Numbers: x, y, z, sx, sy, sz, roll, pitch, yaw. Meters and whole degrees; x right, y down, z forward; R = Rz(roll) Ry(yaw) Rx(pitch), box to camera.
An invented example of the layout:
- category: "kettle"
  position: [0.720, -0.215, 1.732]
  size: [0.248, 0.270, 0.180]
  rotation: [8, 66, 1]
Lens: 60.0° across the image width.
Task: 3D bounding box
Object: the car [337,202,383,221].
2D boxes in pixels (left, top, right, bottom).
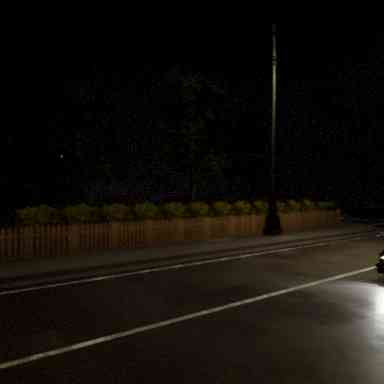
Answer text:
- category: "car"
  position: [13.604, 1.500, 25.085]
  size: [2.128, 1.511, 4.902]
  rotation: [0, 0, -34]

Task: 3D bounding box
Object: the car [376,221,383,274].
- category: "car"
  position: [7.216, 1.551, 9.144]
  size: [5.357, 1.411, 2.033]
  rotation: [0, 0, -36]

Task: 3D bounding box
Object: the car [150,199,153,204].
- category: "car"
  position: [-8.169, 1.498, 55.271]
  size: [2.128, 1.511, 4.902]
  rotation: [0, 0, -36]
